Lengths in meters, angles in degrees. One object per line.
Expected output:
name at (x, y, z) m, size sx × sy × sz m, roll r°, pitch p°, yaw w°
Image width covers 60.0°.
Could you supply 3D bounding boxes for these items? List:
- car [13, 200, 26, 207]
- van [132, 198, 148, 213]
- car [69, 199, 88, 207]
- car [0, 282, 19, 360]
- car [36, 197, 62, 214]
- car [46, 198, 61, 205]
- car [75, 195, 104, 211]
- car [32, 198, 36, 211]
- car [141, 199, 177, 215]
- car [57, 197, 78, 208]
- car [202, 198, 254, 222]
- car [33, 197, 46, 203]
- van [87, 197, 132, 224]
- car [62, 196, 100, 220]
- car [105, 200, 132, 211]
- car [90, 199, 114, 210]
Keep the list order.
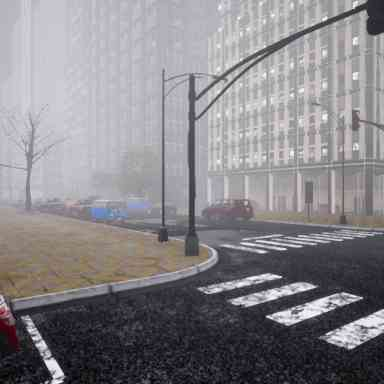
car at (-30.309, 1.994, 58.532) m, size 1.802 × 1.307 × 4.206 m, roll 0°, pitch 0°, yaw -36°
van at (-6.658, 1.586, 40.568) m, size 1.690 × 1.788 × 3.998 m, roll 0°, pitch 0°, yaw -36°
car at (-20.179, 1.940, 58.913) m, size 2.008 × 1.369 × 4.403 m, roll 0°, pitch 0°, yaw -36°
car at (-4.240, 1.440, 3.532) m, size 4.097 × 1.590 × 1.967 m, roll 0°, pitch 0°, yaw -36°
car at (-16.788, 1.584, 40.187) m, size 2.192 × 1.841 × 5.009 m, roll 0°, pitch 0°, yaw -36°
car at (-30.322, 2.061, 72.673) m, size 1.947 × 1.339 × 4.313 m, roll 0°, pitch 0°, yaw -36°
car at (-14.473, 1.524, 46.717) m, size 2.150 × 2.045 × 5.566 m, roll 0°, pitch 0°, yaw -36°
car at (-20.168, 1.745, 44.773) m, size 1.967 × 1.590 × 4.097 m, roll 0°, pitch 0°, yaw -36°
car at (-3.276, 1.758, 35.981) m, size 2.008 × 1.369 × 4.403 m, roll 0°, pitch 0°, yaw -36°
car at (-20.780, 1.721, 55.202) m, size 2.097 × 1.767 × 4.553 m, roll 0°, pitch 0°, yaw -36°
car at (2.900, 1.454, 27.602) m, size 2.192 × 1.841 × 5.009 m, roll 0°, pitch 0°, yaw -36°
car at (-39.084, 2.063, 85.088) m, size 1.882 × 1.535 × 5.008 m, roll 0°, pitch 0°, yaw -36°
van at (-6.646, 1.499, 26.428) m, size 1.690 × 1.788 × 3.998 m, roll 0°, pitch 0°, yaw -36°
car at (-10.027, 1.510, 31.014) m, size 2.192 × 1.841 × 5.009 m, roll 0°, pitch 0°, yaw -36°
car at (-10.037, 1.847, 45.154) m, size 1.947 × 1.339 × 4.313 m, roll 0°, pitch 0°, yaw -36°
car at (-13.519, 1.844, 49.878) m, size 1.752 × 1.417 × 4.829 m, roll 0°, pitch 0°, yaw -36°
